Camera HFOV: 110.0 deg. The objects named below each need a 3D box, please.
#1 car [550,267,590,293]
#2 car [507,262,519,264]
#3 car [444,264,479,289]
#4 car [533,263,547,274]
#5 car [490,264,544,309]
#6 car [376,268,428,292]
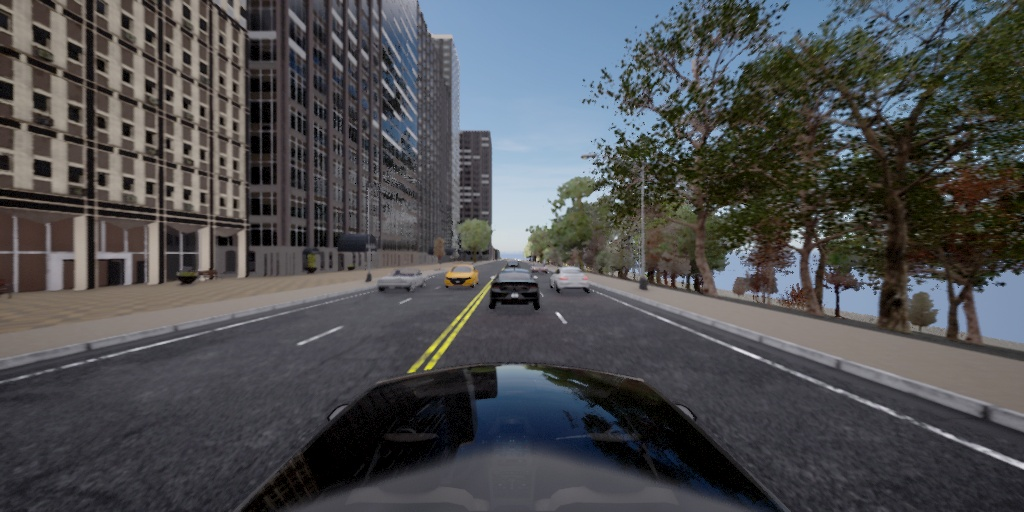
[{"bbox_3d":[3.348,1.359,21.261,1.812,1.442,4.674,0,0,0],"label":"car"},{"bbox_3d":[0.099,1.426,41.012,1.837,1.490,4.892,0,-1,0],"label":"car"},{"bbox_3d":[-3.347,1.326,24.591,1.882,1.535,5.008,0,0,0],"label":"car"},{"bbox_3d":[3.350,1.543,45.417,1.895,1.301,4.718,0,0,0],"label":"car"},{"bbox_3d":[0.100,1.285,15.367,1.882,1.535,5.008,0,0,0],"label":"car"},{"bbox_3d":[-6.600,1.438,21.913,1.895,1.301,4.718,0,0,0],"label":"car"}]
